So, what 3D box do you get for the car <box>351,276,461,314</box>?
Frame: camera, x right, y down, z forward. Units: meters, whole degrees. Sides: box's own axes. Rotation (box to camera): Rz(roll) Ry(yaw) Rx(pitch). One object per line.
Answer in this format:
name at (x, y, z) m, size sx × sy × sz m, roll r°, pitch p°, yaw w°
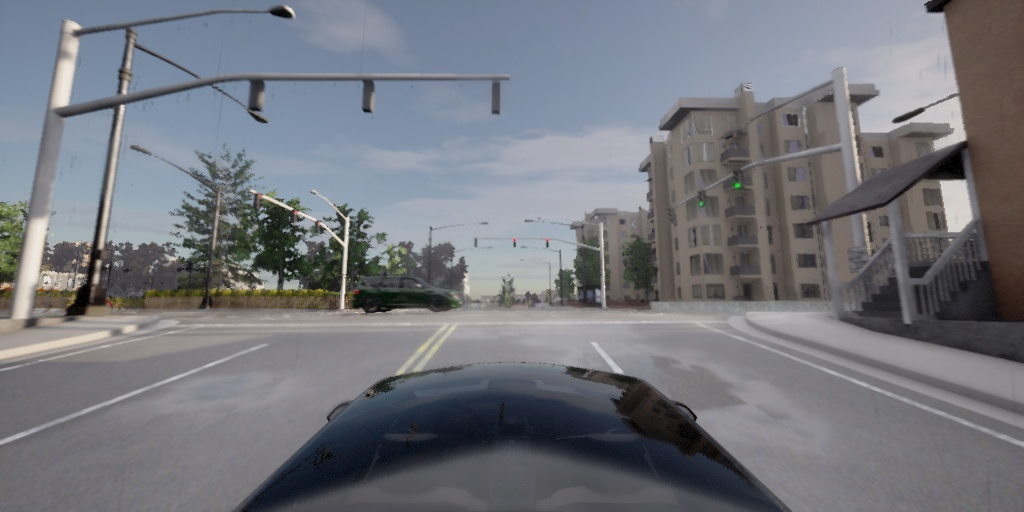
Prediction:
car at (-5.502, 2.111, 18.988) m, size 5.566 × 2.045 × 2.150 m, roll 0°, pitch -8°, yaw 0°
